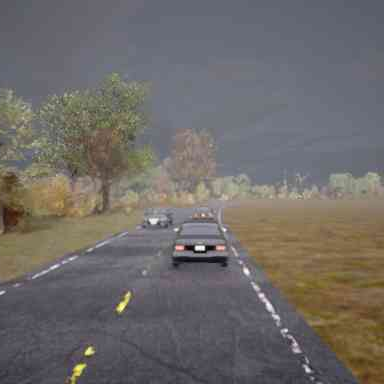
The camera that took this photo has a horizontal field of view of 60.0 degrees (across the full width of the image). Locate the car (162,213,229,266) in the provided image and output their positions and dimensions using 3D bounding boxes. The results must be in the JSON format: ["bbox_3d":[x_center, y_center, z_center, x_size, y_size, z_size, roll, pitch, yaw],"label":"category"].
[{"bbox_3d":[0.303,1.703,12.136,2.033,1.411,5.357,0,-1,2],"label":"car"}]

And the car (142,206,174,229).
[{"bbox_3d":[-2.400,1.798,24.384,2.128,1.511,4.902,0,-1,3],"label":"car"}]

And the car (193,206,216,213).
[{"bbox_3d":[1.045,1.911,28.851,2.033,1.411,5.357,0,-1,4],"label":"car"}]
